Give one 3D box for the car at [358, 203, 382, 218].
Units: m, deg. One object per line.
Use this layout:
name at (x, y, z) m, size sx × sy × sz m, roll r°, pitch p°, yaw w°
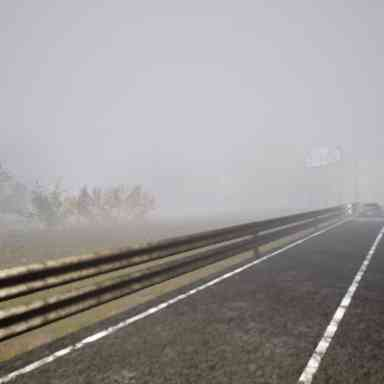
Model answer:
car at (18.504, 1.823, 34.278) m, size 1.812 × 1.442 × 4.674 m, roll -2°, pitch -1°, yaw 32°
